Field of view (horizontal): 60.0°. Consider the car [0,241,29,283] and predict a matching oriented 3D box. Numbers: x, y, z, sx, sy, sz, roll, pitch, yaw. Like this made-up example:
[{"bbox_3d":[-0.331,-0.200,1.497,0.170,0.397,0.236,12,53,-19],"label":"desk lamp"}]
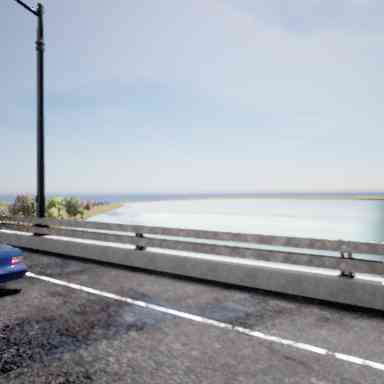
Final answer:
[{"bbox_3d":[-6.361,1.603,8.581,5.357,1.411,2.033,0,0,36],"label":"car"}]
